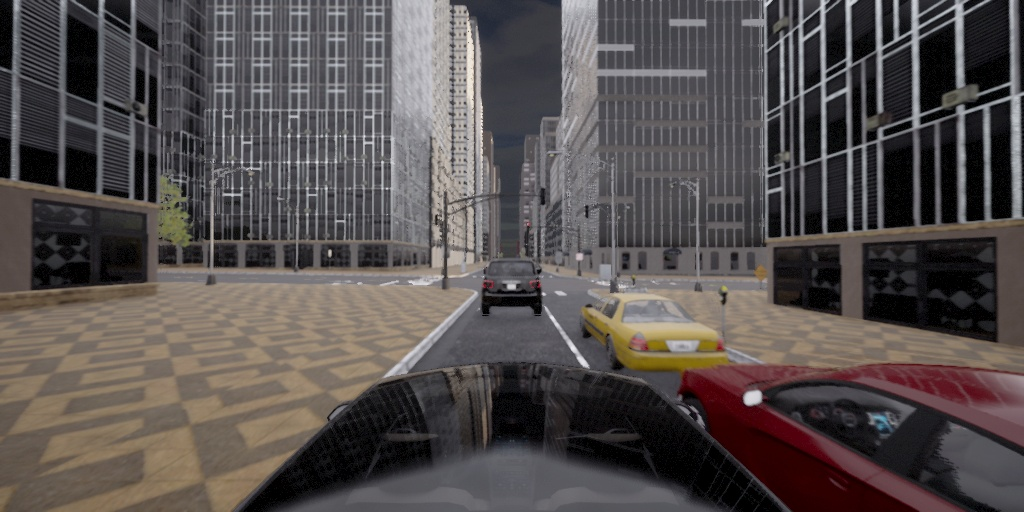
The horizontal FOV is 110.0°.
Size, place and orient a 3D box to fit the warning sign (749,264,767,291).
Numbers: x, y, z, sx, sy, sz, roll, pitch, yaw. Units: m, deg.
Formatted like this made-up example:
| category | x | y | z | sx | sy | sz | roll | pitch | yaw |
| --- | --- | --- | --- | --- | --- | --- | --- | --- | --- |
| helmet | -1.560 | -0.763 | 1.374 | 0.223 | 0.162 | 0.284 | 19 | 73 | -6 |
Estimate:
| category | x | y | z | sx | sy | sz | roll | pitch | yaw |
| --- | --- | --- | --- | --- | --- | --- | --- | --- | --- |
| warning sign | 17.247 | 1.451 | 24.849 | 1.060 | 1.860 | 1.300 | 0 | 0 | -3 |

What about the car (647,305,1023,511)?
| category | x | y | z | sx | sy | sz | roll | pitch | yaw |
| --- | --- | --- | --- | --- | --- | --- | --- | --- | --- |
| car | 2.565 | 1.298 | 1.972 | 1.888 | 1.381 | 4.507 | 0 | 0 | 0 |

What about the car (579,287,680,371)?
| category | x | y | z | sx | sy | sz | roll | pitch | yaw |
| --- | --- | --- | --- | --- | --- | --- | --- | --- | --- |
| car | 2.561 | 1.337 | 7.693 | 1.751 | 1.417 | 4.829 | 0 | 0 | 0 |

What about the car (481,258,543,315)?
| category | x | y | z | sx | sy | sz | roll | pitch | yaw |
| --- | --- | --- | --- | --- | --- | --- | --- | --- | --- |
| car | 0.001 | 1.109 | 14.373 | 2.150 | 2.045 | 5.566 | 0 | 0 | 0 |
